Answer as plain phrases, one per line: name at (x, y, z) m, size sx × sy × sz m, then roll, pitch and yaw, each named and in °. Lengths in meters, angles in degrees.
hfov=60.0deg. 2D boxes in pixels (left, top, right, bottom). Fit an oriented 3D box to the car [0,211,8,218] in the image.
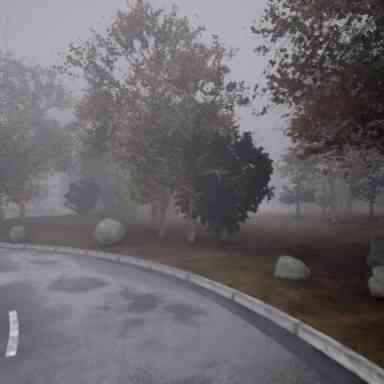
car at (-24.333, 2.586, 39.631) m, size 1.994 × 1.385 × 4.181 m, roll -1°, pitch -2°, yaw 30°
